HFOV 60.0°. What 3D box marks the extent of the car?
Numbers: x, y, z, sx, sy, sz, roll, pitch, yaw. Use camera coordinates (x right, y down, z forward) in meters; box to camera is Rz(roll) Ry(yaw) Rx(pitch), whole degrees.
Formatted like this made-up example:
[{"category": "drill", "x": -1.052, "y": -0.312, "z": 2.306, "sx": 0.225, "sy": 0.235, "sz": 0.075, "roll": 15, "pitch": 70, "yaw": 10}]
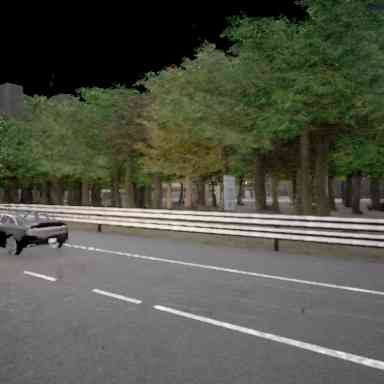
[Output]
[{"category": "car", "x": -6.869, "y": 1.499, "z": 13.081, "sx": 4.902, "sy": 1.511, "sz": 2.128, "roll": 0, "pitch": 0, "yaw": 35}]
